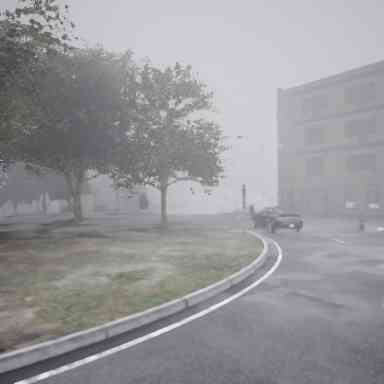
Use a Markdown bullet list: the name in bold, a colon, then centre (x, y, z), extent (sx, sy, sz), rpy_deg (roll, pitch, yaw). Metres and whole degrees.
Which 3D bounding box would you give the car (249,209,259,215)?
- **car**: centre (16.772, 5.377, 89.325), extent (2.185, 1.767, 4.553), rpy_deg (-1, -4, 16)

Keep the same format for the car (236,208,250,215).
- **car**: centre (10.528, 3.986, 68.104), extent (2.163, 1.488, 4.792), rpy_deg (-1, -4, 16)

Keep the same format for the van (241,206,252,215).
- **van**: centre (12.110, 4.123, 73.492), extent (1.878, 1.987, 4.442), rpy_deg (-1, -4, 16)

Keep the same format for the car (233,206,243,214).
- **car**: centre (8.995, 3.613, 62.839), extent (2.002, 1.452, 4.674), rpy_deg (1, -4, 16)

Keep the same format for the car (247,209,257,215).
- **car**: centre (15.187, 5.150, 83.934), extent (2.002, 1.452, 4.674), rpy_deg (-1, -4, 16)

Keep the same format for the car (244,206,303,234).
- **car**: centre (5.249, 1.724, 21.286), extent (2.128, 1.511, 4.902), rpy_deg (0, -1, -10)
